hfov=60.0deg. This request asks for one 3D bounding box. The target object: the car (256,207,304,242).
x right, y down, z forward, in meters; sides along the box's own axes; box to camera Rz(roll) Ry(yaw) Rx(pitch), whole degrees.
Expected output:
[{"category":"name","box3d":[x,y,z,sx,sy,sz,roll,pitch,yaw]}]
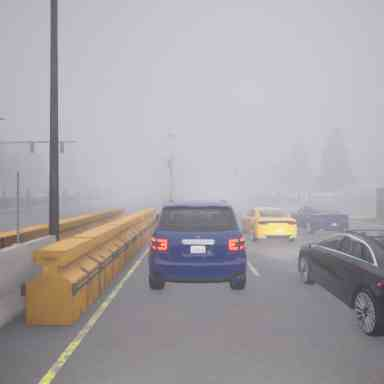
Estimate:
[{"category":"car","box3d":[3.646,1.478,16.454,1.882,1.535,5.008,0,0,0]}]

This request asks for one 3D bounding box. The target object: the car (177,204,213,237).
[{"category":"car","box3d":[0.154,1.505,19.070,1.837,1.490,4.892,0,0,0]}]

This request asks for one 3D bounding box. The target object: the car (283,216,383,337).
[{"category":"car","box3d":[3.615,1.492,6.612,2.128,1.511,4.902,0,0,0]}]

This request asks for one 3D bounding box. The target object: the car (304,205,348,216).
[{"category":"car","box3d":[7.154,1.478,19.161,1.882,1.535,5.008,0,0,0]}]

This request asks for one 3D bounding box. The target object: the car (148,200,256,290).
[{"category":"car","box3d":[0.127,1.222,9.221,2.150,2.045,5.566,0,0,0]}]
